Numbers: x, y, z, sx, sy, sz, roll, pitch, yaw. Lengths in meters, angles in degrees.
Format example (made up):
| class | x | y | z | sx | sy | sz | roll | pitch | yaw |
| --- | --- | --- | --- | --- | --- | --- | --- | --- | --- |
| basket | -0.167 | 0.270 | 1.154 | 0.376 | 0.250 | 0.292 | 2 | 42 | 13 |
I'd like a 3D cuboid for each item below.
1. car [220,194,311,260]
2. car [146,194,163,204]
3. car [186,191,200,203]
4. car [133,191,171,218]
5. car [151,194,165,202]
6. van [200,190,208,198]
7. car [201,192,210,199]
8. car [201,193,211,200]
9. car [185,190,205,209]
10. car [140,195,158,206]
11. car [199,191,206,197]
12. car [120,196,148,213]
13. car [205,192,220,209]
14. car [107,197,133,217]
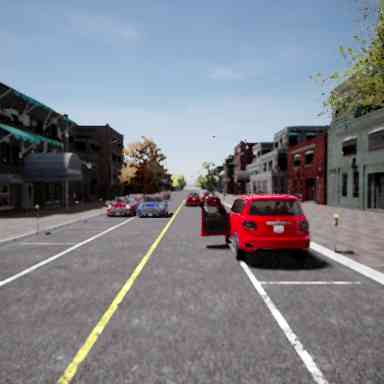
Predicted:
| class | x | y | z | sx | sy | sz | roll | pitch | yaw |
| --- | --- | --- | --- | --- | --- | --- | --- | --- | --- |
| car | 2.420 | 1.088 | 11.940 | 2.150 | 2.045 | 5.566 | 0 | 1 | 0 |
| car | -5.588 | 1.002 | 49.485 | 2.008 | 1.369 | 4.403 | -1 | 1 | 0 |
| car | 0.113 | 0.759 | 53.534 | 2.097 | 1.767 | 4.553 | 0 | 1 | 0 |
| car | -3.040 | 1.057 | 26.579 | 2.097 | 1.767 | 4.553 | 0 | 1 | 0 |
| car | -5.576 | 0.972 | 55.034 | 1.802 | 1.307 | 4.206 | -1 | 1 | 0 |
| van | 2.849 | 0.485 | 77.207 | 1.690 | 1.788 | 3.998 | -1 | 1 | 0 |
| car | 2.840 | 0.729 | 71.831 | 1.752 | 1.417 | 4.829 | -1 | 1 | 0 |
| car | 2.828 | 0.849 | 66.114 | 1.802 | 1.307 | 4.206 | -1 | 1 | 0 |
| car | 0.181 | 0.876 | 43.161 | 2.097 | 1.767 | 4.553 | 0 | 1 | -1 |
| car | -5.599 | 1.095 | 43.938 | 1.802 | 1.307 | 4.206 | -1 | 1 | 0 |
| car | 2.875 | 0.543 | 88.476 | 1.752 | 1.417 | 4.829 | -1 | 1 | 0 |
| car | -5.623 | 1.181 | 32.842 | 1.887 | 1.381 | 4.507 | -1 | 1 | 0 |
| car | 2.781 | 1.079 | 43.922 | 1.947 | 1.339 | 4.313 | -1 | 1 | 0 |
| car | -5.636 | 1.138 | 27.292 | 1.967 | 1.590 | 4.097 | -1 | 1 | 0 |
